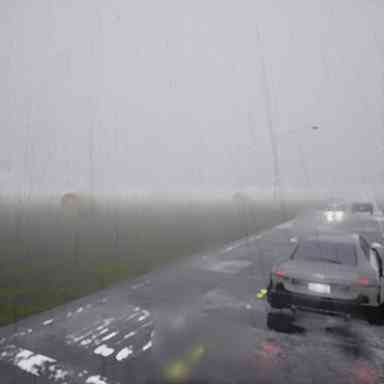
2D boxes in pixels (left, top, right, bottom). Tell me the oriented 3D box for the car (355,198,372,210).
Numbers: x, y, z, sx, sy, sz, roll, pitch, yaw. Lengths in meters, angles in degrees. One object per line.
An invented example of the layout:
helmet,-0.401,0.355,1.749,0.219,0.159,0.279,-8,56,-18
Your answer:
car,22.187,1.508,42.972,1.895,1.301,4.718,0,0,28

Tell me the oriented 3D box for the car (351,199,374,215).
car,17.269,1.415,33.699,1.882,1.535,5.008,0,0,29

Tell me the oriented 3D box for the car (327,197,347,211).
car,17.254,1.413,39.596,2.128,1.511,4.902,0,0,28

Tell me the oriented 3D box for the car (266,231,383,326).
car,3.054,1.554,7.273,1.994,1.385,4.181,0,0,28
